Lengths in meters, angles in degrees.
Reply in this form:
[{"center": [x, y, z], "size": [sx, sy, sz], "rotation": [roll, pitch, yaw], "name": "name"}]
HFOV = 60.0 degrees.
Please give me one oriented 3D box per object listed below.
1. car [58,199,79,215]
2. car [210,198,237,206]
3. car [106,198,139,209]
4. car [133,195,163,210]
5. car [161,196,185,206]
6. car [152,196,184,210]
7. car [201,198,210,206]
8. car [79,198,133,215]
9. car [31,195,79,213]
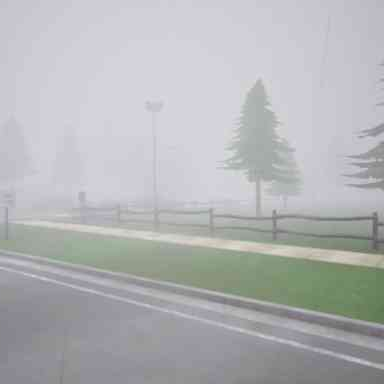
[{"center": [-12.414, 1.771, 37.550], "size": [1.994, 1.385, 4.181], "rotation": [0, 0, 35], "name": "car"}, {"center": [5.790, 1.733, 57.280], "size": [2.033, 1.411, 5.357], "rotation": [0, 0, 36], "name": "car"}, {"center": [-10.785, 1.730, 52.043], "size": [1.882, 1.535, 5.008], "rotation": [0, 0, 35], "name": "car"}, {"center": [-6.098, 1.430, 46.549], "size": [2.150, 2.045, 5.566], "rotation": [0, 0, 34], "name": "car"}, {"center": [-3.560, 1.604, 62.263], "size": [2.097, 1.767, 4.553], "rotation": [0, 0, 35], "name": "car"}, {"center": [-2.863, 1.710, 45.046], "size": [1.812, 1.442, 4.674], "rotation": [0, 0, 35], "name": "car"}, {"center": [3.676, 1.756, 60.342], "size": [2.033, 1.411, 5.357], "rotation": [0, 0, 36], "name": "car"}, {"center": [-9.207, 1.662, 36.027], "size": [1.882, 1.535, 5.008], "rotation": [0, 0, 35], "name": "car"}, {"center": [-17.544, 1.474, 42.413], "size": [2.150, 2.045, 5.566], "rotation": [0, 0, 35], "name": "car"}]
